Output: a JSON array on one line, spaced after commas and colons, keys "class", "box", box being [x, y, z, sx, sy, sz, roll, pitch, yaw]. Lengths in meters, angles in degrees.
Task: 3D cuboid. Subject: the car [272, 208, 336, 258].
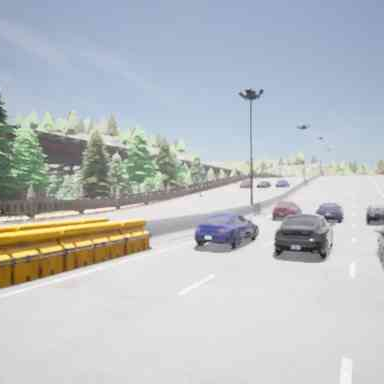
[{"class": "car", "box": [4.638, 1.652, 13.593, 1.837, 1.490, 4.892, 0, 0, 26]}]

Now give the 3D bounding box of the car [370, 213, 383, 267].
[{"class": "car", "box": [7.332, 1.664, 11.155, 2.033, 1.411, 5.357, 0, -1, 26]}]

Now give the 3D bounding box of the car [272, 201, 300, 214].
[{"class": "car", "box": [8.203, 1.535, 28.877, 1.812, 1.442, 4.674, 0, 2, 26]}]

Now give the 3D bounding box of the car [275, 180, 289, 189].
[{"class": "car", "box": [17.184, -1.591, 63.385, 1.882, 1.535, 5.008, 0, 6, 26]}]

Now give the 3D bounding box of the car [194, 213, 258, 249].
[{"class": "car", "box": [1.677, 1.694, 15.495, 1.812, 1.442, 4.674, 0, 0, 27]}]

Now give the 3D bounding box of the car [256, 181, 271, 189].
[{"class": "car", "box": [14.019, -1.497, 64.864, 2.033, 1.411, 5.357, 0, 6, 26]}]

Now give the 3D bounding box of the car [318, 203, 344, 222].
[{"class": "car", "box": [11.158, 1.571, 26.958, 1.994, 1.385, 4.181, 0, 2, 26]}]

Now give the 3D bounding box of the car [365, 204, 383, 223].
[{"class": "car", "box": [14.222, 1.594, 25.264, 1.895, 1.301, 4.718, 0, 2, 26]}]

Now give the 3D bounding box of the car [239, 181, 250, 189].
[{"class": "car", "box": [10.820, -1.485, 66.284, 1.812, 1.442, 4.674, 0, 6, 26]}]
